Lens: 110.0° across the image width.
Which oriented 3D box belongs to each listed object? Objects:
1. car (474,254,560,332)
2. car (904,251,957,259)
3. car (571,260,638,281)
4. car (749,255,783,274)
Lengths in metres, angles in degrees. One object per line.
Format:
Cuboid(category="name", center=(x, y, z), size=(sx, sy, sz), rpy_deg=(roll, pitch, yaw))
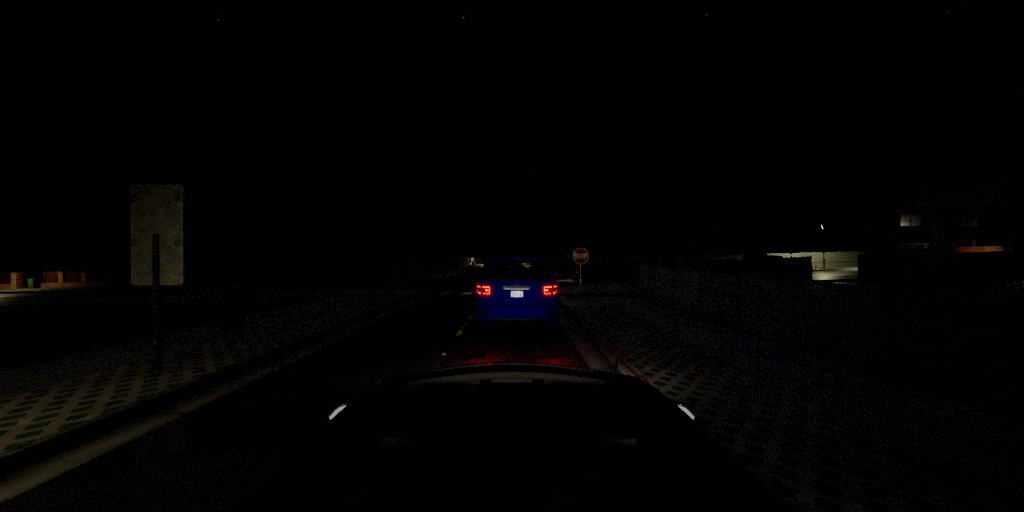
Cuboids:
Cuboid(category="car", center=(0.122, 0.966, 10.937), size=(2.150, 2.045, 5.566), rpy_deg=(0, 0, 0))
Cuboid(category="car", center=(31.415, 0.352, 26.699), size=(5.357, 1.411, 2.033), rpy_deg=(-2, 0, 0))
Cuboid(category="car", center=(7.194, 1.017, 26.608), size=(5.357, 1.411, 2.033), rpy_deg=(-2, 0, 0))
Cuboid(category="car", center=(18.534, 0.682, 26.643), size=(4.674, 1.442, 1.812), rpy_deg=(-2, 0, 0))
